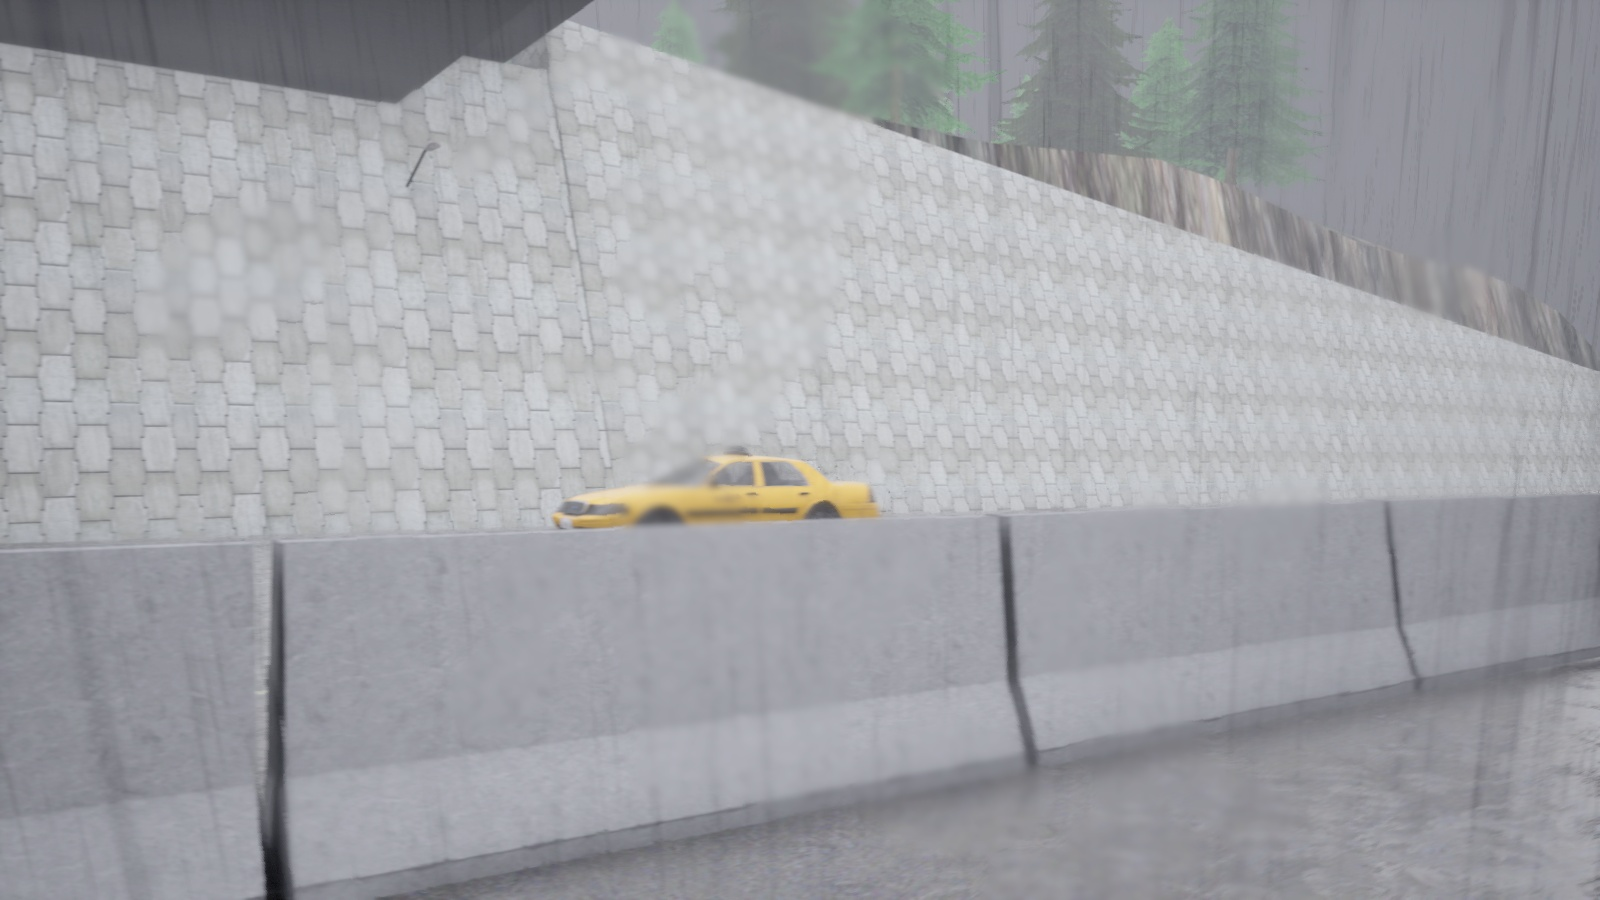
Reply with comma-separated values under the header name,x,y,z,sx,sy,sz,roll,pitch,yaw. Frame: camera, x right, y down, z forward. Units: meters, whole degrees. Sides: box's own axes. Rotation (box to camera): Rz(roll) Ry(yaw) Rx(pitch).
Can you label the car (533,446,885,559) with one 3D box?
name,x,y,z,sx,sy,sz,roll,pitch,yaw
car,-1.325,0.735,19.795,5.366,1.575,1.801,0,0,-35
